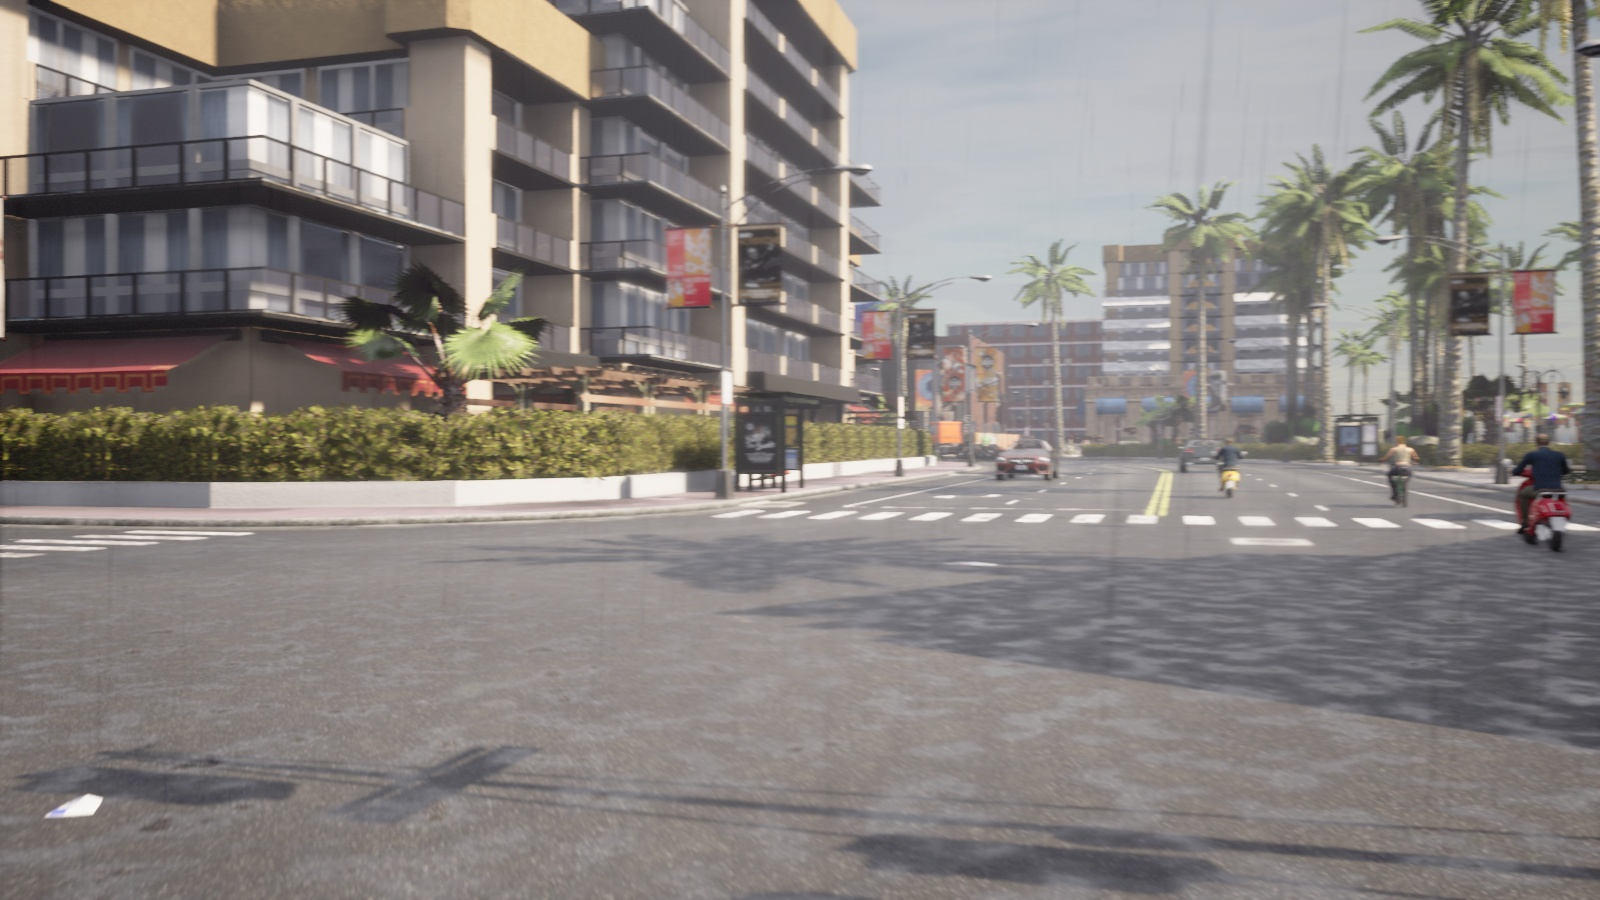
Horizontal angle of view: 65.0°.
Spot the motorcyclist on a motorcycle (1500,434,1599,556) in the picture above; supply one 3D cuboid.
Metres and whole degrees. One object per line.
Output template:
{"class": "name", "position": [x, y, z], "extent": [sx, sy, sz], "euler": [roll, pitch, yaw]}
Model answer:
{"class": "motorcyclist on a motorcycle", "position": [10.387, 0.584, 17.356], "extent": [0.866, 1.590, 1.817], "euler": [0, 0, 17]}

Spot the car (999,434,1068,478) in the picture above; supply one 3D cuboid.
{"class": "car", "position": [9.343, 0.226, 50.005], "extent": [2.152, 1.651, 5.027], "euler": [0, 0, 17]}

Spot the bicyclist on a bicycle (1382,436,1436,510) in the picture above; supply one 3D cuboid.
{"class": "bicyclist on a bicycle", "position": [13.717, 0.500, 28.324], "extent": [0.866, 1.612, 1.509], "euler": [0, 0, 17]}

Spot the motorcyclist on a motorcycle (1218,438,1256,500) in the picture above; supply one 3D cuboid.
{"class": "motorcyclist on a motorcycle", "position": [11.595, 0.491, 33.359], "extent": [0.866, 1.590, 1.817], "euler": [0, 0, 17]}

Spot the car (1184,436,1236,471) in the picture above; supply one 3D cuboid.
{"class": "car", "position": [20.080, 0.142, 61.666], "extent": [2.152, 1.651, 5.027], "euler": [0, 0, 15]}
